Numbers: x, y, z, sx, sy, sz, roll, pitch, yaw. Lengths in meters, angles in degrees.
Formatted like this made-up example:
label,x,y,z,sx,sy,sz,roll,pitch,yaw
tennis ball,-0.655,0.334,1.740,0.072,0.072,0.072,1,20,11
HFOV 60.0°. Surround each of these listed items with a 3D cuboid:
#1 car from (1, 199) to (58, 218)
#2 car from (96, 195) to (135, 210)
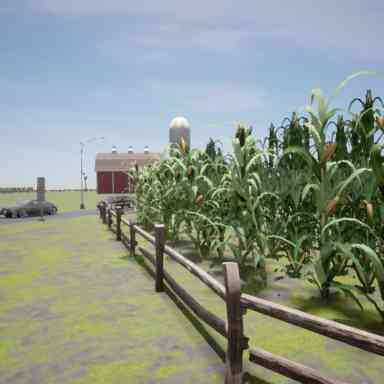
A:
label,x,y,z,sx,sy,sz,roll,pitch,yaw
car,-13.221,1.308,27.203,1.994,1.385,4.181,-1,1,32
car,-8.140,1.078,35.829,1.837,1.490,4.892,-1,1,29
